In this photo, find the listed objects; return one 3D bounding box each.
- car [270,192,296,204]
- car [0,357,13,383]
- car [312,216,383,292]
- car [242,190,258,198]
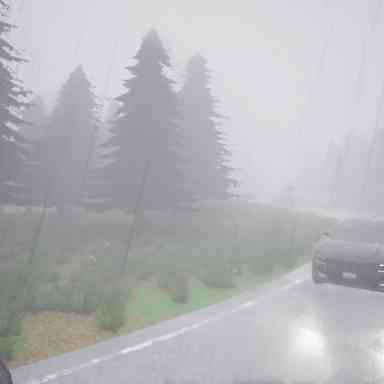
[{"bbox_3d":[12.033,0.769,44.098,1.882,1.535,5.008,4,2,-9],"label":"car"},{"bbox_3d":[-3.516,1.549,1.399,4.902,1.511,2.128,0,-1,-35],"label":"car"},{"bbox_3d":[4.782,1.454,8.929,1.882,1.535,5.008,1,1,37],"label":"car"},{"bbox_3d":[8.166,0.481,48.358,2.033,1.411,5.357,3,1,-2],"label":"car"}]
